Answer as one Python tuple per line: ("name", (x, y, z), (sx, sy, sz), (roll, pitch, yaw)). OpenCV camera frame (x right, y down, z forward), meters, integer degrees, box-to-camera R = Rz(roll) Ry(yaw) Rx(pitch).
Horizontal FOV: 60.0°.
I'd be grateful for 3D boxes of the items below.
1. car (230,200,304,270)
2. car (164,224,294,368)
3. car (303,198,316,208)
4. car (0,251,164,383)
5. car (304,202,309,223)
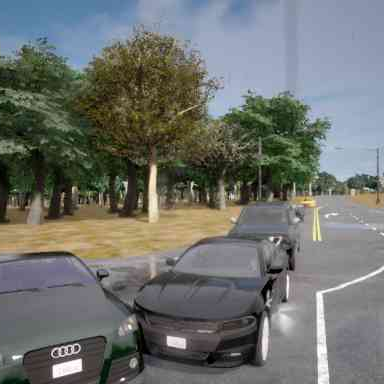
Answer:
("car", (2.818, 1.458, 12.465), (2.150, 2.045, 5.566), (-2, 0, 20))
("car", (0.714, 1.613, 6.320), (1.882, 1.535, 5.008), (-1, -2, 21))
("car", (18.278, 1.705, 52.382), (1.882, 1.535, 5.008), (-1, 0, 26))
("car", (-2.328, 1.643, 5.014), (1.994, 1.385, 4.181), (1, -2, -33))
("car", (8.608, 1.795, 28.064), (1.895, 1.301, 4.718), (-1, 0, 20))
